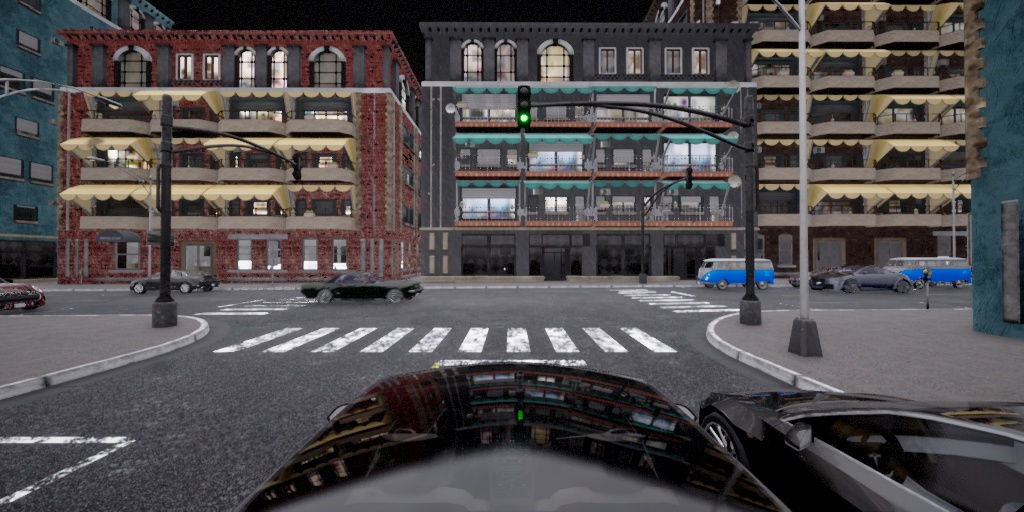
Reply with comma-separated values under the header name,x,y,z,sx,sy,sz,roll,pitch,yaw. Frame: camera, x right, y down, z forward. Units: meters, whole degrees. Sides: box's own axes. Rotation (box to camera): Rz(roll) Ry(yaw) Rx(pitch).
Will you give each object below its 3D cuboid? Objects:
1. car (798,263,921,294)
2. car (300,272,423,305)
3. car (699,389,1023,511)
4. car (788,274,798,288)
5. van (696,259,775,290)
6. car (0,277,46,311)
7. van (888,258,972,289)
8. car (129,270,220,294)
name,x,y,z,sx,sy,sz,roll,pitch,yaw
car,17.924,1.210,18.641,4.181,1.385,1.994,0,-1,0
car,-6.369,1.373,15.650,4.718,1.301,1.895,0,0,0
car,2.566,1.316,1.495,1.948,1.339,4.313,0,0,0
car,18.720,1.250,21.102,4.207,1.307,1.802,0,0,0
van,13.080,1.044,21.070,3.998,1.789,1.690,0,0,0
car,-19.658,1.264,12.873,4.097,1.591,1.967,0,0,0
van,24.360,0.975,21.135,3.998,1.789,1.690,0,0,0
car,-19.705,1.464,21.012,4.403,1.370,2.007,0,0,0
